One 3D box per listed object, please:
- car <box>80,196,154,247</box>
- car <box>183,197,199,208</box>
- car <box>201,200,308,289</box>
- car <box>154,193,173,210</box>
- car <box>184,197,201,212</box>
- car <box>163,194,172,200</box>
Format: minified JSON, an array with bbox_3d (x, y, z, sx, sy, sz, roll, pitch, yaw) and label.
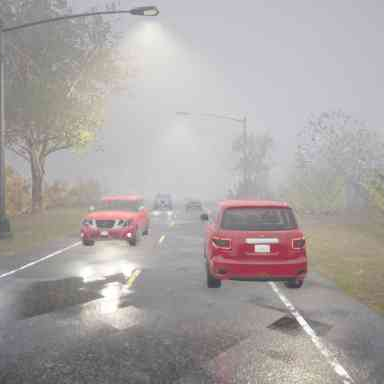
[{"bbox_3d":[-3.304,1.209,15.401,2.150,2.045,5.566,0,0,1],"label":"car"},{"bbox_3d":[-0.213,1.456,48.945,2.033,1.411,5.357,0,0,-2],"label":"car"},{"bbox_3d":[1.455,1.217,9.325,2.150,2.045,5.566,0,0,1],"label":"car"},{"bbox_3d":[-3.503,1.154,41.286,2.150,2.045,5.566,0,0,-2],"label":"car"},{"bbox_3d":[0.172,1.441,38.591,1.837,1.490,4.892,0,0,-2],"label":"car"},{"bbox_3d":[-6.207,1.327,83.429,1.994,1.385,4.181,0,0,-6],"label":"car"}]
